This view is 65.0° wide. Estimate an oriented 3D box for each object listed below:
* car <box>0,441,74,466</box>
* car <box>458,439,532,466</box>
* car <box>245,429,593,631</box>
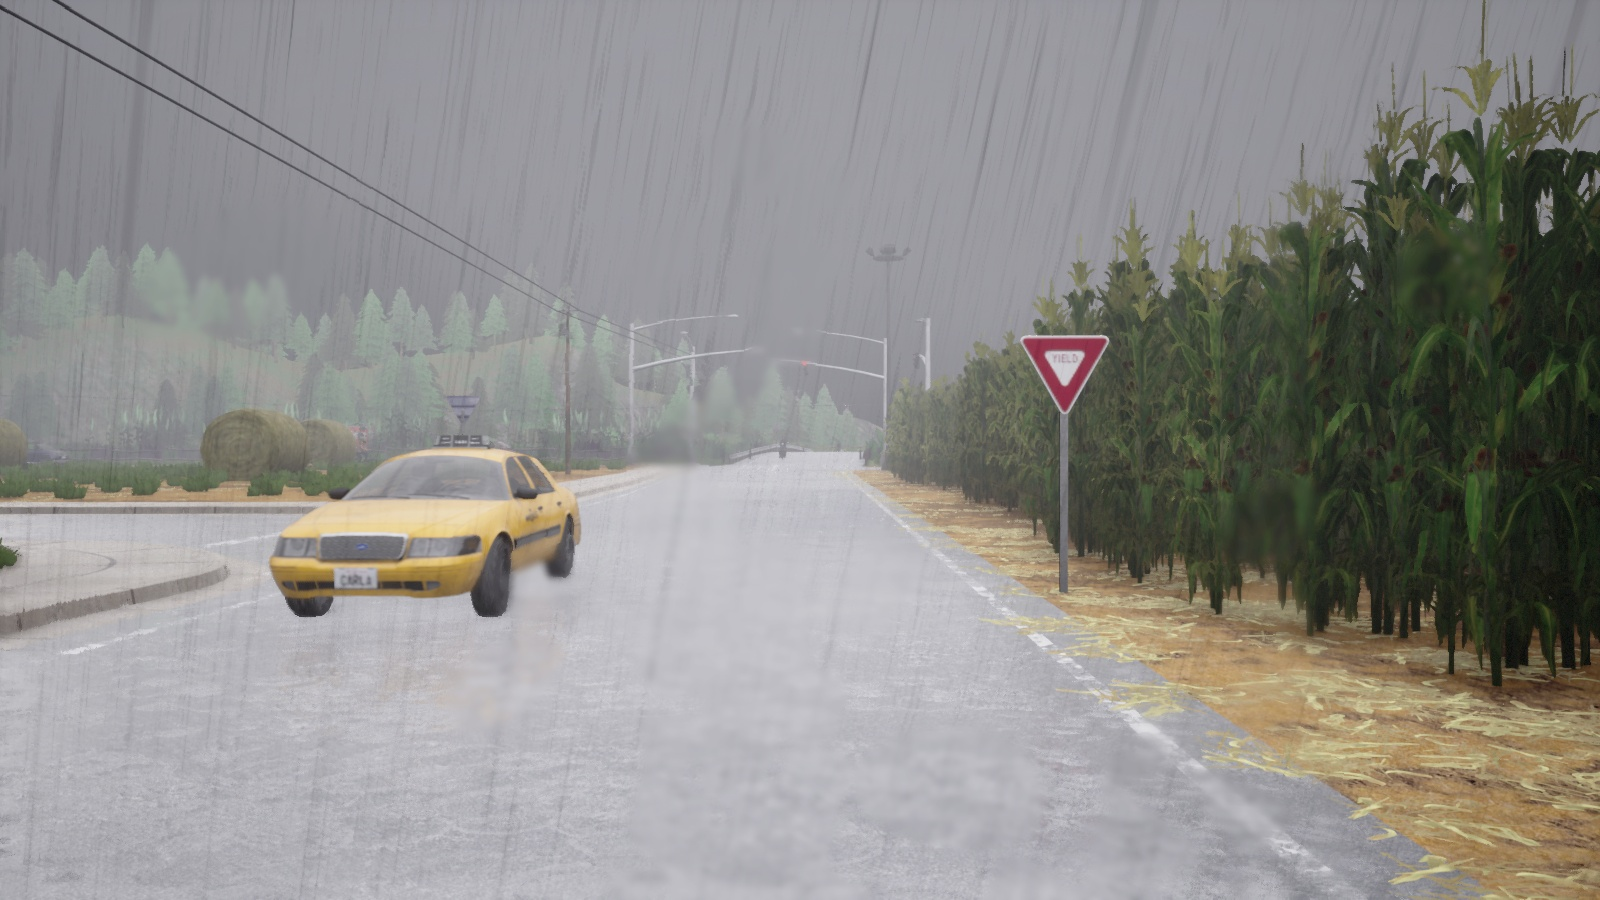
[{"bbox_3d":[-47.340,0.213,77.839,3.705,1.549,1.789,0,0,3],"label":"car"},{"bbox_3d":[-18.478,0.165,76.190,3.988,1.617,1.851,0,0,3],"label":"car"},{"bbox_3d":[-3.417,0.613,12.482,1.801,1.575,5.366,0,0,0],"label":"car"}]
